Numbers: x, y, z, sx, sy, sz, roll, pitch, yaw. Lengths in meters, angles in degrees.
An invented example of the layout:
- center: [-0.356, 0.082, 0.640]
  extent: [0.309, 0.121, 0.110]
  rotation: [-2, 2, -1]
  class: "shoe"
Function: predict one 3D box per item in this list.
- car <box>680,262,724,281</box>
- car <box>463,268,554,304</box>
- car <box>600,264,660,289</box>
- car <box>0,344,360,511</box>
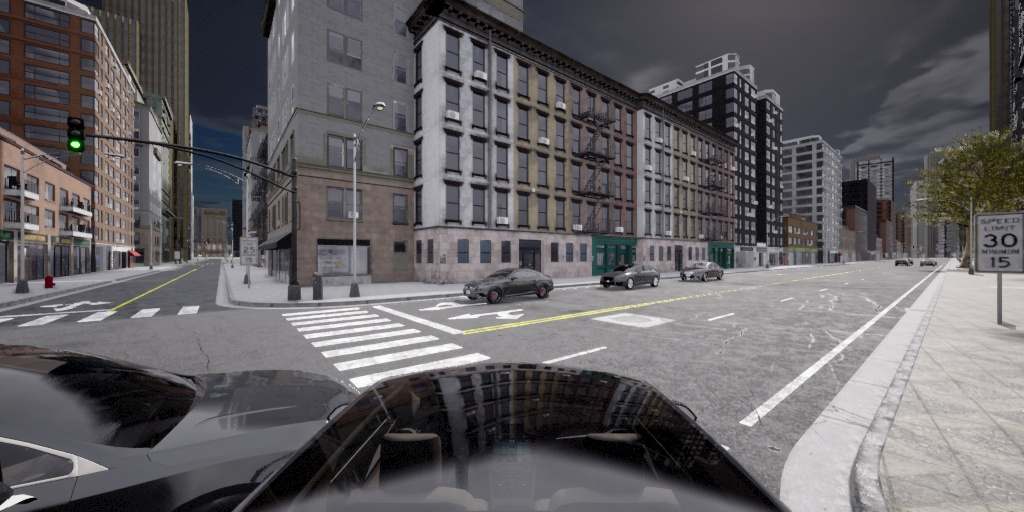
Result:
- center: [15.633, 1.235, 29.451]
  extent: [4.902, 1.511, 2.128]
  rotation: [0, 0, -39]
  class: "car"
- center: [-0.056, 1.286, 16.740]
  extent: [4.674, 1.442, 1.812]
  rotation: [0, 0, -39]
  class: "car"
- center: [7.629, 1.258, 22.972]
  extent: [4.892, 1.490, 1.837]
  rotation: [0, 0, -39]
  class: "car"
- center: [-3.224, 1.257, 1.765]
  extent: [4.892, 1.490, 1.837]
  rotation: [0, 0, -35]
  class: "car"
